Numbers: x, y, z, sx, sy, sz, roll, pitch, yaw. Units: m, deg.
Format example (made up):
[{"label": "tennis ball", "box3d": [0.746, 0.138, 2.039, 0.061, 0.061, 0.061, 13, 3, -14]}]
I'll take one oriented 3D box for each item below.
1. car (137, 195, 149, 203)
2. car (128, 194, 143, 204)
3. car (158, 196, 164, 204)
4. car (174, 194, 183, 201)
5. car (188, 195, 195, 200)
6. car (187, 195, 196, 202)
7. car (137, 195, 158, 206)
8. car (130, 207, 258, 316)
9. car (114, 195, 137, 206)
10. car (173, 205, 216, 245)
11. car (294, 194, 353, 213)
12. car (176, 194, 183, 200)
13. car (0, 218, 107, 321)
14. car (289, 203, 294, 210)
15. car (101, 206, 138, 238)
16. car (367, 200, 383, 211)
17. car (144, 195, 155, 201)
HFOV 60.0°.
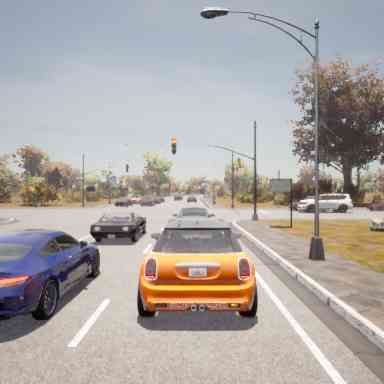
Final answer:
[{"label": "car", "box3d": [-10.538, 1.477, 72.473, 1.882, 1.535, 5.008, 0, 0, 0]}, {"label": "car", "box3d": [-10.590, 1.351, 62.388, 2.097, 1.767, 4.553, 0, 0, 0]}, {"label": "car", "box3d": [-7.086, 1.477, 63.461, 1.882, 1.535, 5.008, 0, 0, 0]}, {"label": "car", "box3d": [-3.541, 1.492, 84.617, 1.837, 1.490, 4.892, 0, 0, 0]}, {"label": "car", "box3d": [-0.007, 1.594, 94.785, 1.895, 1.301, 4.718, 0, 0, 1]}, {"label": "car", "box3d": [-0.033, 1.553, 73.787, 1.994, 1.385, 4.181, 0, 0, 0]}, {"label": "car", "box3d": [-7.113, 1.506, 53.266, 1.837, 1.490, 4.892, 0, 0, 1]}, {"label": "car", "box3d": [0.096, 1.352, 7.647, 2.097, 1.767, 4.553, 0, 0, 0]}, {"label": "car", "box3d": [-10.685, 1.547, 52.423, 2.033, 1.411, 5.357, 0, 0, 3]}, {"label": "car", "box3d": [0.091, 1.505, 16.605, 1.837, 1.490, 4.892, 0, 0, 0]}, {"label": "car", "box3d": [14.447, 1.221, 36.110, 5.566, 2.045, 2.150, 0, 0, 3]}, {"label": "car", "box3d": [-3.505, 1.373, 95.025, 1.812, 1.442, 4.674, 0, 0, 1]}, {"label": "car", "box3d": [-3.404, 1.526, 7.180, 1.812, 1.442, 4.674, 0, 0, 0]}, {"label": "car", "box3d": [14.064, 1.504, 39.639, 4.892, 1.490, 1.837, 0, 0, 3]}, {"label": "car", "box3d": [-3.409, 1.601, 16.338, 1.895, 1.301, 4.718, 0, 0, 0]}, {"label": "car", "box3d": [22.954, 1.555, 39.160, 4.181, 1.385, 1.994, 0, 0, 3]}, {"label": "car", "box3d": [-10.542, 1.525, 82.774, 2.128, 1.511, 4.902, 0, 0, 0]}]
